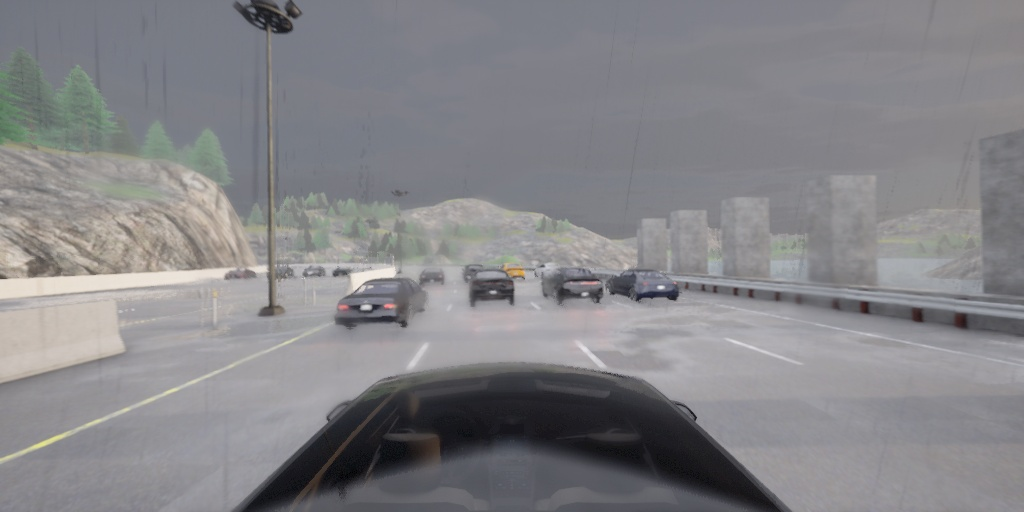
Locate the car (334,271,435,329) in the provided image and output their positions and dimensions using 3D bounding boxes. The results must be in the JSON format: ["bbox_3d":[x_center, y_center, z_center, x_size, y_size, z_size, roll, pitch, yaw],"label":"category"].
[{"bbox_3d":[-4.060,1.425,11.978,2.033,1.411,5.357,-1,0,-5],"label":"car"}]

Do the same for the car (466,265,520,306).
[{"bbox_3d":[-0.995,1.324,16.452,1.882,1.535,5.008,-1,-1,-6],"label":"car"}]

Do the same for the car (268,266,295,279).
[{"bbox_3d":[-28.158,1.984,43.900,1.837,1.490,4.892,-1,0,-17],"label":"car"}]

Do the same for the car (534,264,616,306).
[{"bbox_3d":[2.556,1.272,16.118,2.128,1.511,4.902,-1,0,-6],"label":"car"}]

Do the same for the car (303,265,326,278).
[{"bbox_3d":[-24.982,1.922,45.471,2.128,1.511,4.902,-1,0,-17],"label":"car"}]

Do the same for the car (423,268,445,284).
[{"bbox_3d":[-6.483,1.614,29.505,1.895,1.301,4.718,-1,0,-10],"label":"car"}]

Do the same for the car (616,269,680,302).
[{"bbox_3d":[5.990,1.286,16.917,1.994,1.385,4.181,-1,0,-6],"label":"car"}]

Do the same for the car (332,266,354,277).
[{"bbox_3d":[-21.142,1.959,44.912,1.895,1.301,4.718,-1,0,-17],"label":"car"}]

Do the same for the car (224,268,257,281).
[{"bbox_3d":[-30.967,2.079,41.046,1.994,1.385,4.181,-1,0,-17],"label":"car"}]

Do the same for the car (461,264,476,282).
[{"bbox_3d":[-3.323,1.474,31.541,1.837,1.490,4.892,-1,0,-11],"label":"car"}]

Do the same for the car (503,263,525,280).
[{"bbox_3d":[-0.138,1.397,33.474,1.882,1.535,5.008,-1,0,-11],"label":"car"}]
